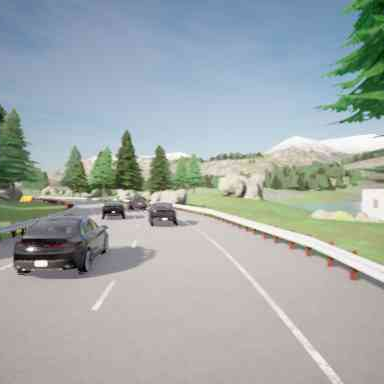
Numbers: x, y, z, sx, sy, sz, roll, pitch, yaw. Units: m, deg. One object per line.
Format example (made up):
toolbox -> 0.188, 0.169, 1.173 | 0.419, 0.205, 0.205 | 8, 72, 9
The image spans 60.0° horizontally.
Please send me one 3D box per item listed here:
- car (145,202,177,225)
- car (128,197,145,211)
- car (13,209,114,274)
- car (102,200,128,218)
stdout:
car -> -2.194, 1.509, 23.927 | 1.837, 1.490, 4.892 | 0, 0, -10
car -> -6.986, 1.441, 41.834 | 2.033, 1.649, 4.856 | 0, 0, -19
car -> -3.915, 1.511, 10.603 | 1.837, 1.490, 4.892 | 0, 0, -5
car -> -6.988, 1.489, 29.635 | 1.882, 1.535, 5.008 | 0, 0, -13
